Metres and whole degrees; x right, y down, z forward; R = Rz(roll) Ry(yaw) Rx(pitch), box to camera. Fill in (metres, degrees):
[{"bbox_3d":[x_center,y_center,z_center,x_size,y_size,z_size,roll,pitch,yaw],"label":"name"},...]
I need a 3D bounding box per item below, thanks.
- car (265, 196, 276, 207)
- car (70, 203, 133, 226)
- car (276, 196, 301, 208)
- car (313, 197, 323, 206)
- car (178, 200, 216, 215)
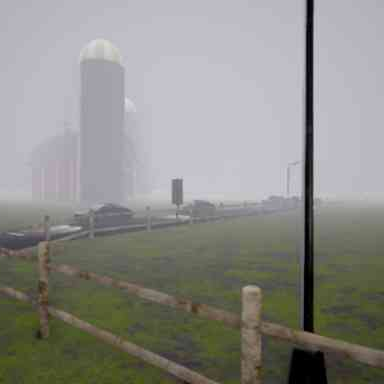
[{"bbox_3d":[11.584,1.326,46.649,1.837,1.490,4.892,1,0,36],"label":"car"},{"bbox_3d":[-5.943,1.416,22.257,1.994,1.385,4.181,1,1,35],"label":"car"},{"bbox_3d":[13.574,1.404,44.555,2.033,1.411,5.357,1,1,36],"label":"car"},{"bbox_3d":[19.107,1.411,52.374,1.994,1.385,4.181,1,1,36],"label":"car"},{"bbox_3d":[0.473,1.403,31.223,1.994,1.385,4.181,1,1,36],"label":"car"}]
